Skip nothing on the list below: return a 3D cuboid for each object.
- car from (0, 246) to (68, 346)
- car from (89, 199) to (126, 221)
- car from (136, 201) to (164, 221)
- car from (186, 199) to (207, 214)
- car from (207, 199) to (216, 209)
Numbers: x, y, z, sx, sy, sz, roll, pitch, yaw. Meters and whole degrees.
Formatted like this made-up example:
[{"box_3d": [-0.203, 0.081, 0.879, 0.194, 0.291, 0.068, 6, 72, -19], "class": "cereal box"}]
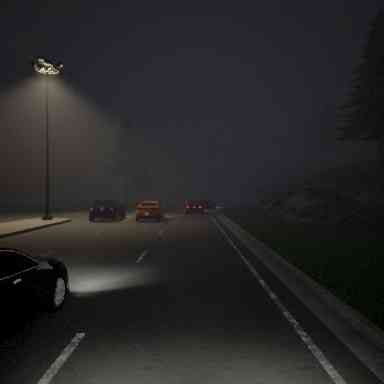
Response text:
[{"box_3d": [-3.399, 1.503, 4.779, 1.837, 1.490, 4.892, 0, 0, 0], "class": "car"}, {"box_3d": [-6.876, 1.352, 27.564, 2.097, 1.767, 4.553, 0, 0, 0], "class": "car"}, {"box_3d": [-3.378, 1.477, 27.390, 1.882, 1.535, 5.008, 0, 0, 0], "class": "car"}, {"box_3d": [0.334, 1.547, 35.218, 2.033, 1.411, 5.357, 0, 0, 3], "class": "car"}, {"box_3d": [1.933, 1.564, 44.464, 1.994, 1.385, 4.181, 0, 0, 14], "class": "car"}]
